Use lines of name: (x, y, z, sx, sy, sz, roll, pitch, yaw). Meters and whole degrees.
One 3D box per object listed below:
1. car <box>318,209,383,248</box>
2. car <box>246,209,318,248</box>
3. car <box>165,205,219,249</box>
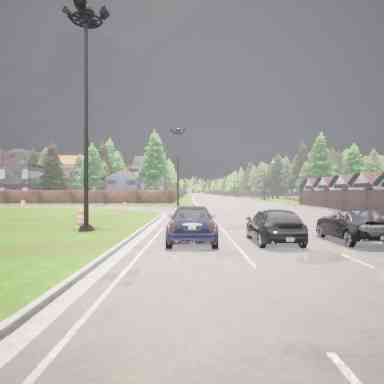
car: (7.105, 1.492, 14.724, 2.128, 1.511, 4.902, 0, 0, 0)
car: (3.605, 1.514, 14.700, 1.837, 1.490, 4.892, 0, 0, 0)
car: (0.001, 1.363, 14.645, 2.097, 1.767, 4.553, 0, 0, 0)
